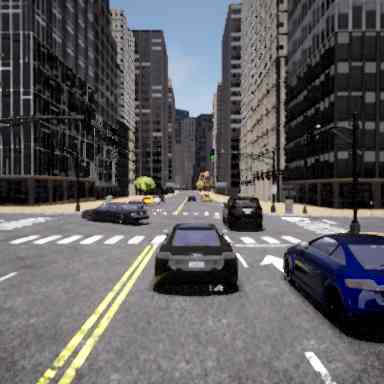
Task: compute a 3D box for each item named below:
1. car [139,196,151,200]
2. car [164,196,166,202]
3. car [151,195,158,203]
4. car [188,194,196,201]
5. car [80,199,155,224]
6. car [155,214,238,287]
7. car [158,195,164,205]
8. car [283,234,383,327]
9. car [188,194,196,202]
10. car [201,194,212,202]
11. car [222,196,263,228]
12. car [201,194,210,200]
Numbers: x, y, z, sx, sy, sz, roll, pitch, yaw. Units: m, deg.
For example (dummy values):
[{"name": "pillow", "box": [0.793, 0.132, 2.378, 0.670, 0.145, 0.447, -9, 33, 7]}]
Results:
[{"name": "car", "box": [-6.594, 1.503, 40.410, 1.994, 1.385, 4.181, 0, 0, 0]}, {"name": "car", "box": [-6.508, 1.383, 68.988, 1.837, 1.490, 4.892, 0, 0, 0]}, {"name": "car", "box": [-6.588, 1.400, 49.339, 1.882, 1.535, 5.008, 0, 0, 0]}, {"name": "car", "box": [-0.009, 1.331, 81.675, 1.882, 1.535, 5.008, 0, 0, 0]}, {"name": "car", "box": [-5.656, 1.482, 24.176, 5.357, 1.411, 2.033, 1, 1, 31]}, {"name": "car", "box": [0.099, 1.552, 9.305, 1.994, 1.385, 4.181, 0, 0, 0]}, {"name": "car", "box": [-6.536, 1.430, 58.787, 1.812, 1.442, 4.674, 0, 0, 1]}, {"name": "car", "box": [3.352, 1.555, 6.987, 1.994, 1.385, 4.181, 0, 0, 0]}, {"name": "car", "box": [-0.008, 1.377, 71.615, 1.837, 1.490, 4.892, 0, 0, 0]}, {"name": "car", "box": [3.243, 1.348, 70.839, 1.882, 1.535, 5.008, 0, 0, 0]}, {"name": "car", "box": [3.359, 1.271, 22.718, 2.150, 2.045, 5.566, 1, 1, 0]}, {"name": "car", "box": [3.241, 1.186, 81.257, 1.837, 1.490, 4.892, 0, 0, 0]}]
